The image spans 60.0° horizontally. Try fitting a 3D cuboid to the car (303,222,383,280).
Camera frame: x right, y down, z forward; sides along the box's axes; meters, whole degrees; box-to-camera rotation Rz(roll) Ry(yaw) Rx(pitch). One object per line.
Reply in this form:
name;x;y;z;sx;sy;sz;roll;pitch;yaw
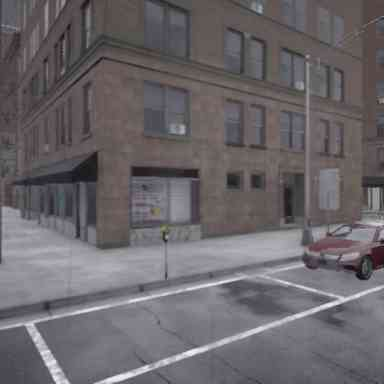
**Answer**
car;5.054;1.567;9.794;4.206;1.307;1.802;0;0;-36
